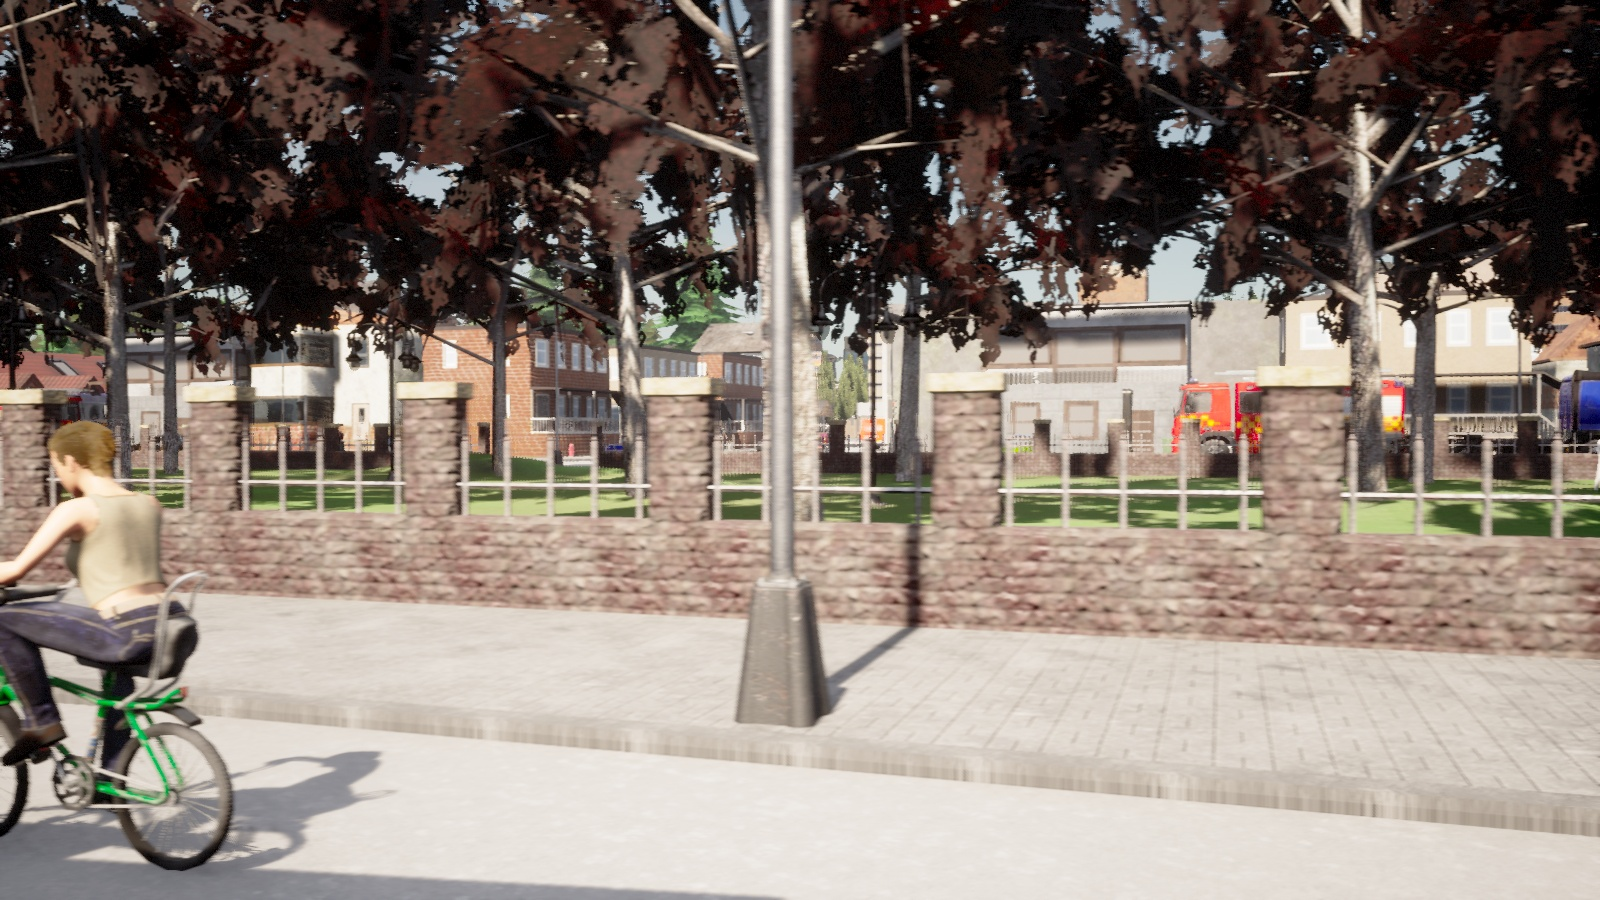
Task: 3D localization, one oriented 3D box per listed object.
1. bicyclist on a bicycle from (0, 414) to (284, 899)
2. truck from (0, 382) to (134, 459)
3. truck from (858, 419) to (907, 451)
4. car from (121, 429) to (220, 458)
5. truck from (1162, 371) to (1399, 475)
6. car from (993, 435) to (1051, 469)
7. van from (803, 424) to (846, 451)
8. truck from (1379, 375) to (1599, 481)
[{"bbox_3d":[-2.847,0.677,4.677,1.509,1.612,0.866,1,1,19],"label":"bicyclist on a bicycle"},{"bbox_3d":[-38.834,-1.517,64.514,8.468,3.827,2.891,0,1,16],"label":"truck"},{"bbox_3d":[6.538,-1.208,98.803,2.627,2.467,5.204,1,2,19],"label":"truck"},{"bbox_3d":[-33.647,-0.370,67.104,4.892,1.490,1.837,1,1,19],"label":"car"},{"bbox_3d":[18.706,-1.059,49.388,8.468,3.827,2.891,1,1,19],"label":"truck"},{"bbox_3d":[9.304,0.074,52.580,2.207,1.376,1.481,1,1,19],"label":"car"},{"bbox_3d":[1.920,-1.007,97.642,2.069,2.038,4.480,1,1,19],"label":"van"},{"bbox_3d":[24.454,-0.756,43.228,7.936,3.462,2.891,1,1,19],"label":"truck"}]
